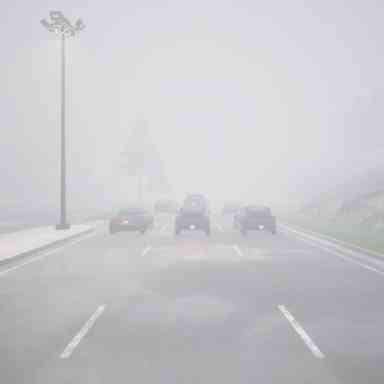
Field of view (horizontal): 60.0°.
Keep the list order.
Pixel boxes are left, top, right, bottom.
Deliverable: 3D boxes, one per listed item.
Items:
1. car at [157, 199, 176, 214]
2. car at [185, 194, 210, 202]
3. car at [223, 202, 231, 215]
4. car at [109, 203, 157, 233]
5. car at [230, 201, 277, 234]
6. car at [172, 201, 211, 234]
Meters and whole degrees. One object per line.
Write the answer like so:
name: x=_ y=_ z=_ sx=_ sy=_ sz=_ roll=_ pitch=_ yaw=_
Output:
car: x=-2.561 y=1.477 z=35.260 sx=1.882 sy=1.535 sz=5.008 roll=0 pitch=0 yaw=10
car: x=0.537 y=1.223 z=32.921 sx=2.150 sy=2.045 sz=5.566 roll=0 pitch=0 yaw=7
car: x=4.129 y=1.601 z=33.269 sx=1.895 sy=1.301 sz=4.718 roll=0 pitch=0 yaw=8
car: x=-3.449 y=1.565 z=19.462 sx=1.994 sy=1.385 sz=4.181 roll=0 pitch=0 yaw=1
car: x=3.548 y=1.506 z=19.266 sx=1.837 sy=1.490 sz=4.892 roll=0 pitch=0 yaw=1
car: x=0.047 y=1.505 z=19.223 sx=1.837 sy=1.490 sz=4.892 roll=0 pitch=0 yaw=1
